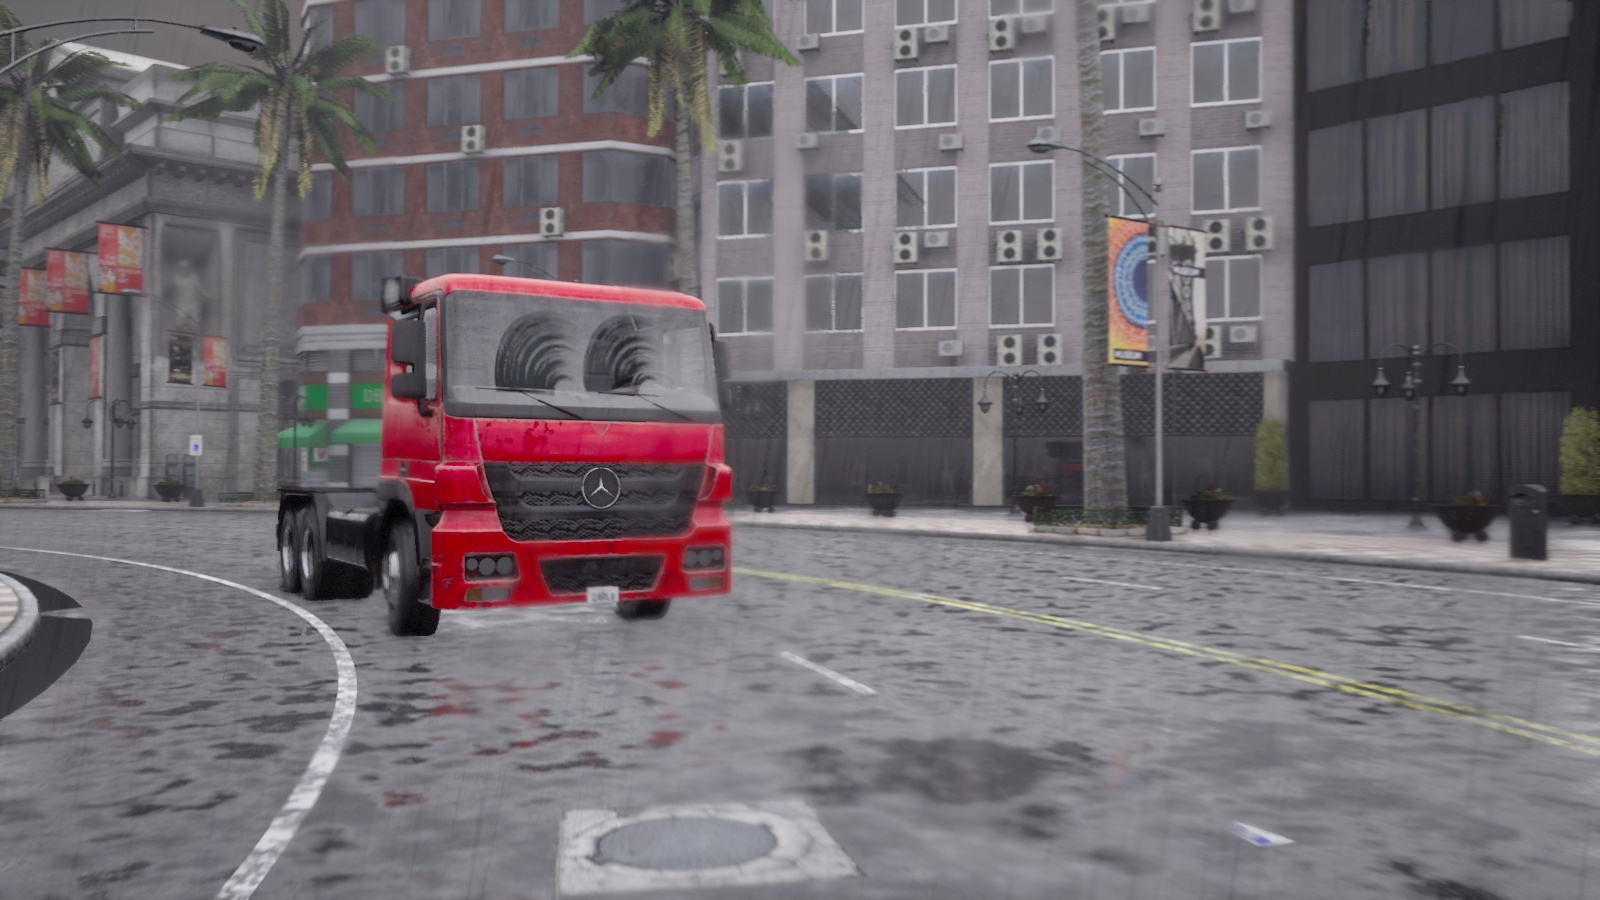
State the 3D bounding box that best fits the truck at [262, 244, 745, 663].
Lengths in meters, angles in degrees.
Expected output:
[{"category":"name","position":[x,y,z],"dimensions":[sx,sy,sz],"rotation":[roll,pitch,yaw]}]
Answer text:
[{"category":"truck","position":[-3.911,0.098,14.500],"dimensions":[2.891,3.462,7.936],"rotation":[0,-1,-33]}]
